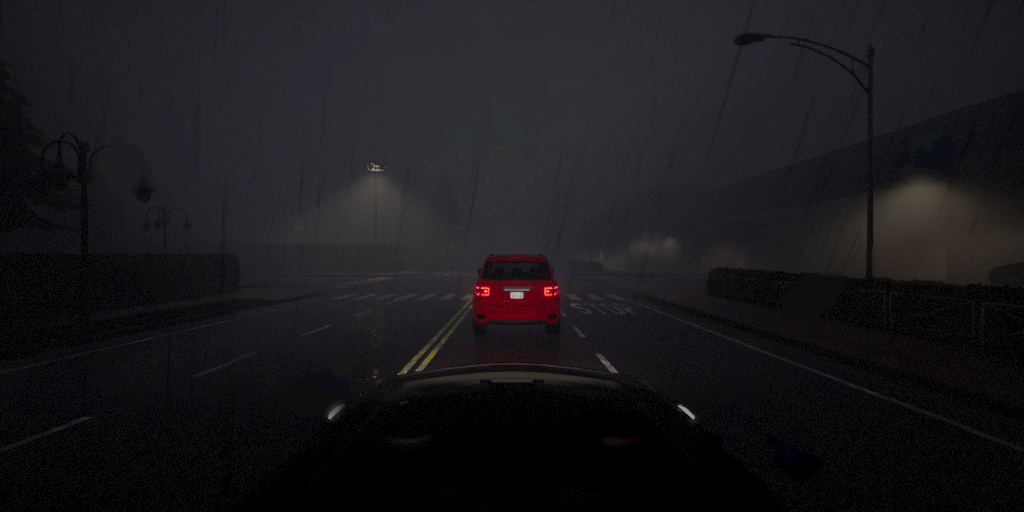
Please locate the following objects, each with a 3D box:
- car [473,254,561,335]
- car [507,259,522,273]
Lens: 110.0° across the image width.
[{"bbox_3d":[0.113,0.971,10.698,2.150,2.045,5.566,0,0,0],"label":"car"},{"bbox_3d":[0.317,1.228,45.553,1.882,1.535,5.008,0,0,1],"label":"car"}]
